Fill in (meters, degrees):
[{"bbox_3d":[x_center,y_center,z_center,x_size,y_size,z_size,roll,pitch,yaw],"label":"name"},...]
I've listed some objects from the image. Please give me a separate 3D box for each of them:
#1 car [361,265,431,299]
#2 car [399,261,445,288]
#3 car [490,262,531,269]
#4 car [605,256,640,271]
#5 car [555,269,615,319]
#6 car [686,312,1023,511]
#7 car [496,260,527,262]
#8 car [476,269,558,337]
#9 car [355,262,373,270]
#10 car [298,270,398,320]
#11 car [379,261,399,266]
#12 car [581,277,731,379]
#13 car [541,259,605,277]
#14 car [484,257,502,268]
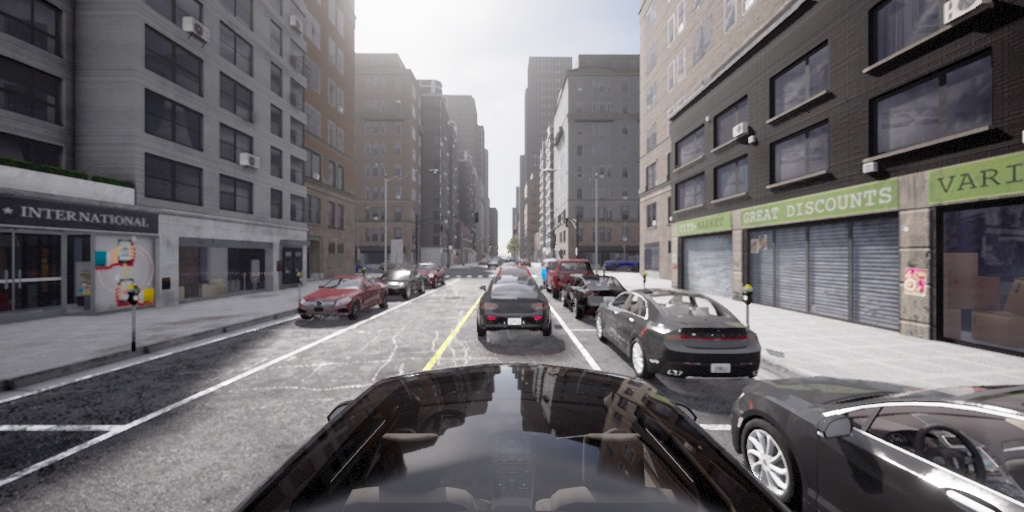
[{"bbox_3d":[-5.671,1.317,18.129,1.948,1.339,4.313,0,0,0],"label":"car"},{"bbox_3d":[-5.672,1.192,23.654,1.967,1.591,4.097,0,0,0],"label":"car"},{"bbox_3d":[0.095,1.229,17.671,1.882,1.535,5.008,0,0,0],"label":"car"},{"bbox_3d":[14.822,0.965,47.197,5.566,2.045,2.150,0,0,1],"label":"car"},{"bbox_3d":[2.857,1.317,12.613,1.948,1.339,4.313,0,0,0],"label":"car"},{"bbox_3d":[2.859,1.300,1.566,2.007,1.370,4.403,0,0,0],"label":"car"},{"bbox_3d":[0.058,1.258,27.843,1.837,1.490,4.892,0,0,2],"label":"car"},{"bbox_3d":[0.036,1.277,10.205,1.812,1.442,4.674,0,0,-1],"label":"car"},{"bbox_3d":[-18.228,1.245,40.328,5.008,1.535,1.882,0,0,0],"label":"car"},{"bbox_3d":[-5.669,1.333,12.604,1.802,1.307,4.207,0,0,0],"label":"car"},{"bbox_3d":[-13.664,1.257,43.604,4.902,1.511,2.128,0,0,0],"label":"car"},{"bbox_3d":[2.858,1.301,7.090,2.007,1.370,4.403,0,0,0],"label":"car"},{"bbox_3d":[2.855,1.066,18.137,2.192,1.841,5.009,0,0,0],"label":"car"},{"bbox_3d":[-3.249,1.324,62.180,2.033,1.411,5.357,0,0,-1],"label":"car"}]
